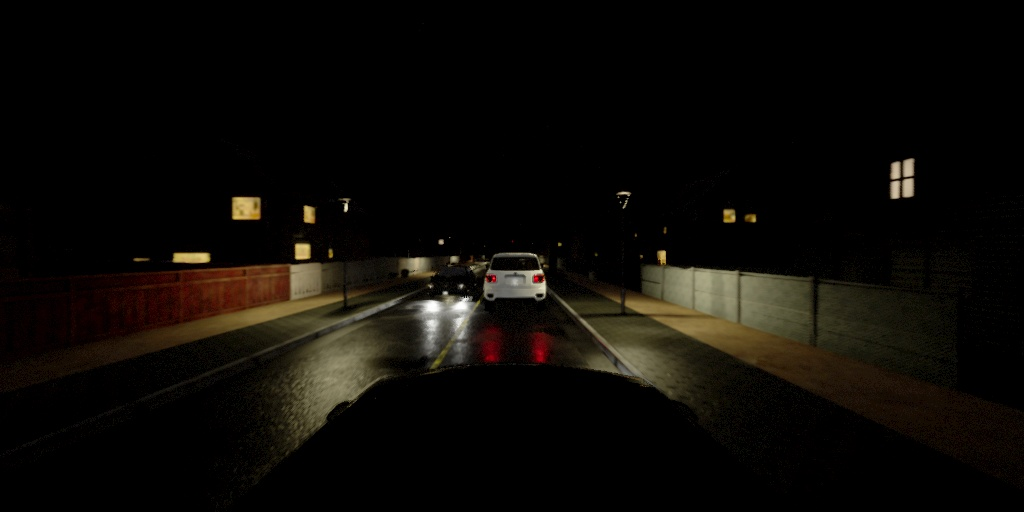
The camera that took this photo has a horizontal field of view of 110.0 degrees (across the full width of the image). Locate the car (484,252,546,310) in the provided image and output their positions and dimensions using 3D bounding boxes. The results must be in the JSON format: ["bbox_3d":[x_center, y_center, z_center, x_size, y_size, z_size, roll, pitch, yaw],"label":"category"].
[{"bbox_3d":[0.105,0.881,14.281,2.150,2.045,5.566,0,0,0],"label":"car"}]

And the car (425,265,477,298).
[{"bbox_3d":[-2.844,1.180,17.961,2.033,1.411,5.357,0,0,0],"label":"car"}]
